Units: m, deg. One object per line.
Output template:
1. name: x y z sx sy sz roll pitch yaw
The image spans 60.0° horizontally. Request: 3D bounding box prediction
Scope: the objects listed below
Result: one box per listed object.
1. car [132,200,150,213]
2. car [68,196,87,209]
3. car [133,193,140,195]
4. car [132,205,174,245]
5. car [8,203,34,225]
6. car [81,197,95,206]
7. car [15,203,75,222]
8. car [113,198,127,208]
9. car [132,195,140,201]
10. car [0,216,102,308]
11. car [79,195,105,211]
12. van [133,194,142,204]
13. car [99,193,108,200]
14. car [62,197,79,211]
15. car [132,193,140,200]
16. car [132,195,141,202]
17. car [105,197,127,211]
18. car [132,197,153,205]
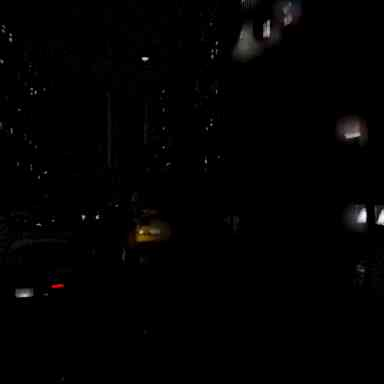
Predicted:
1. car: -5.714 1.581 37.019 1.802 1.307 4.206 1 0 -10
2. car: -15.908 1.438 46.395 1.967 1.590 4.097 1 0 -10
3. car: -9.626 1.429 58.834 1.967 1.590 4.097 1 0 -10
4. car: -1.828 1.526 15.373 1.752 1.417 4.829 1 0 -10
5. car: -11.965 1.529 24.413 1.752 1.417 4.829 1 0 -10
6. car: -17.868 1.536 57.302 1.887 1.381 4.507 1 0 -10
7. car: -8.475 1.567 19.564 1.994 1.385 4.181 0 0 -10
8. car: -10.753 1.595 49.917 1.895 1.301 4.718 0 0 -10
9. car: -14.522 1.517 86.102 1.887 1.381 4.507 1 0 -10
10. car: -3.229 1.526 7.874 1.812 1.442 4.674 0 0 -10
11. car: -12.183 1.477 40.710 1.882 1.535 5.008 0 0 -10
12. van: -10.603 1.327 64.287 1.690 1.788 3.998 1 0 -10
13. car: -21.783 1.530 79.115 2.008 1.369 4.403 1 0 -10
14. car: -14.931 1.545 40.941 1.887 1.381 4.507 1 0 -10
15. car: -15.497 1.283 91.555 2.192 1.841 5.009 1 0 -10
16. car: -12.563 1.420 75.194 1.967 1.590 4.097 1 0 -10
17. car: -8.947 1.563 40.084 1.994 1.385 4.181 0 0 -10
18. car: -3.754 1.441 26.113 1.967 1.590 4.097 1 0 -10
